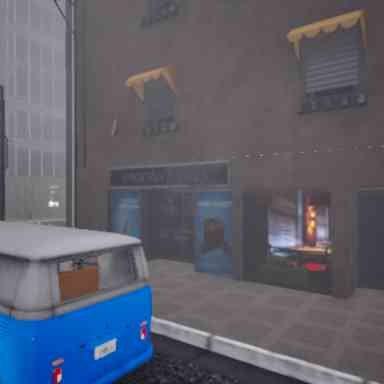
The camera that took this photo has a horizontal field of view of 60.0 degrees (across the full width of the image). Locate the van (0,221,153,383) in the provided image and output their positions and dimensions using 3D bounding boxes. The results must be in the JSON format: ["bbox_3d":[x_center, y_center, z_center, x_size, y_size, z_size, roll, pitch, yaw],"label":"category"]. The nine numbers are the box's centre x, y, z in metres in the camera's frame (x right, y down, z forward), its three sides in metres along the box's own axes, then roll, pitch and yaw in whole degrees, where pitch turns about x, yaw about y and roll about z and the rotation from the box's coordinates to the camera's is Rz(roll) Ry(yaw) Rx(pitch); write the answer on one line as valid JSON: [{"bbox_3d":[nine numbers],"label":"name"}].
[{"bbox_3d":[-2.374,1.339,4.421,3.998,1.788,1.690,0,0,36],"label":"van"}]
